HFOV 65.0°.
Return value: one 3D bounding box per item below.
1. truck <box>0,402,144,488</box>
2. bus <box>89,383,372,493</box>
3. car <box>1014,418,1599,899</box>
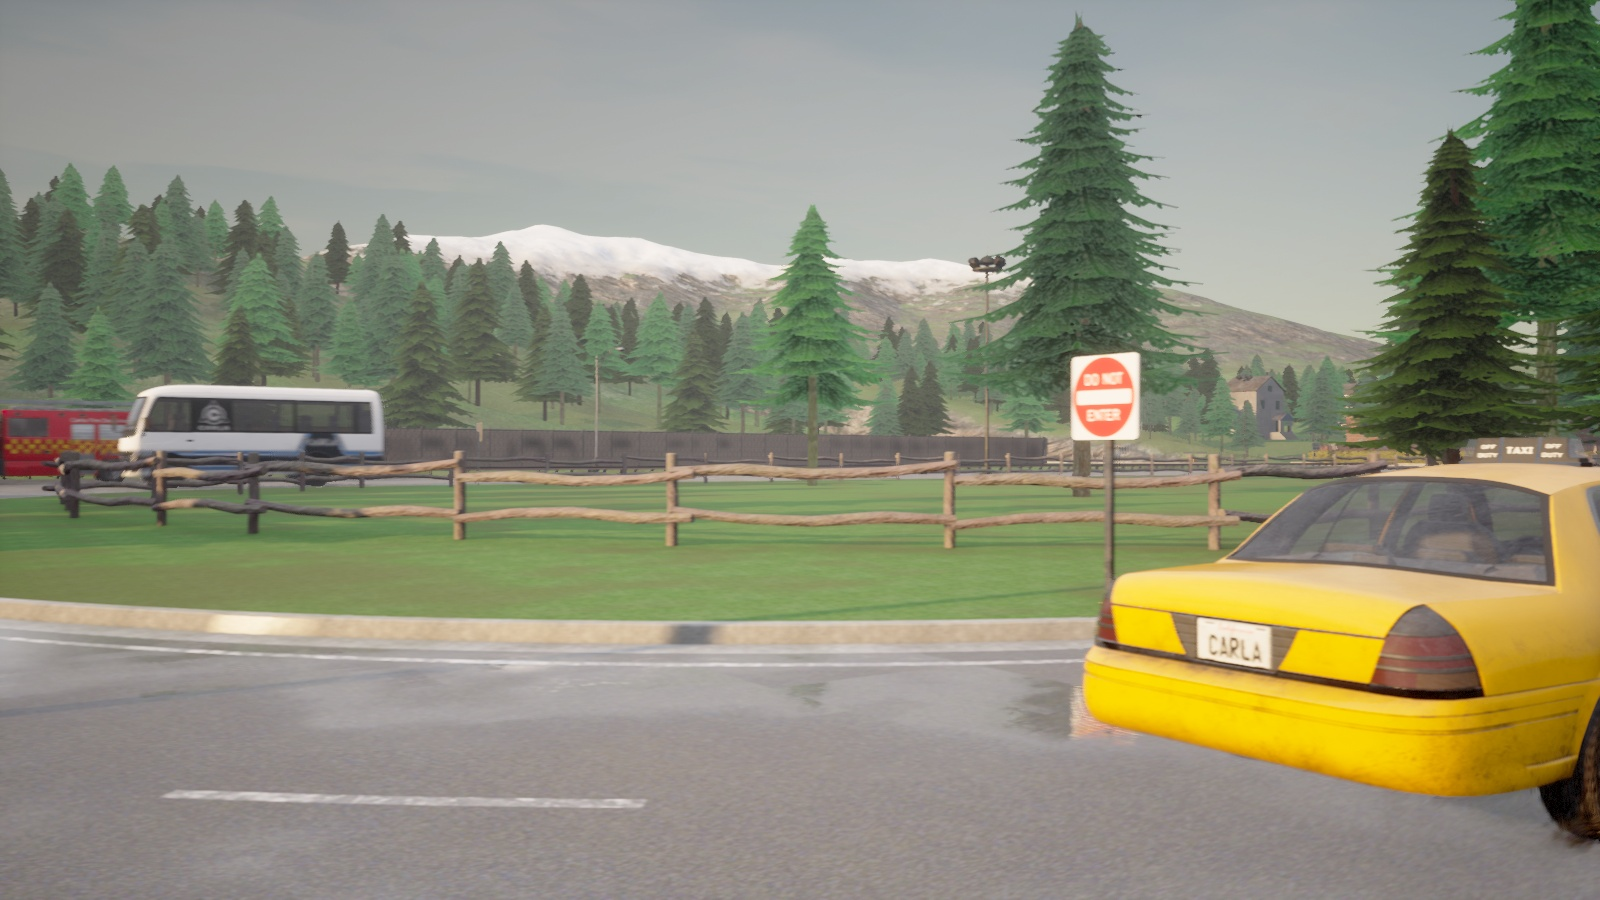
[{"bbox_3d":[-35.085,-0.204,57.679,8.468,3.827,2.891,0,0,-35],"label":"truck"},{"bbox_3d":[-23.778,-0.452,52.781,10.273,4.253,3.944,0,0,-35],"label":"bus"},{"bbox_3d":[3.636,0.691,6.190,5.366,1.575,1.801,0,0,-35],"label":"car"}]
